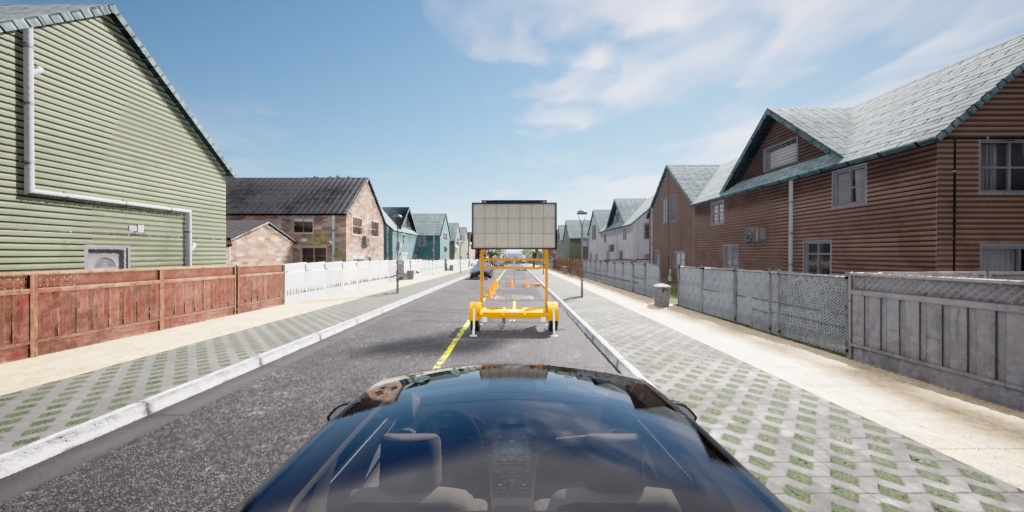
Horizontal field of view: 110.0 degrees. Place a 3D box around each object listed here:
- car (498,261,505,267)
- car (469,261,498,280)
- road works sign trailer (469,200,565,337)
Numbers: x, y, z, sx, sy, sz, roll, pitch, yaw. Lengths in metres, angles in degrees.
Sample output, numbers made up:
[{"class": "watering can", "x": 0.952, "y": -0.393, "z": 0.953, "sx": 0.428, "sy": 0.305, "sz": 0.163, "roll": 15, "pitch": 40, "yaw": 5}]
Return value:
[{"class": "car", "x": -2.358, "y": 1.457, "z": 63.634, "sx": 2.128, "sy": 1.511, "sz": 4.902, "roll": 0, "pitch": 0, "yaw": 0}, {"class": "car", "x": -2.655, "y": 1.341, "z": 32.421, "sx": 2.033, "sy": 1.411, "sz": 5.357, "roll": 0, "pitch": 0, "yaw": 0}, {"class": "road works sign trailer", "x": 0.063, "y": 0.214, "z": 10.276, "sx": 2.380, "sy": 3.560, "sz": 2.880, "roll": 0, "pitch": 0, "yaw": 1}]
